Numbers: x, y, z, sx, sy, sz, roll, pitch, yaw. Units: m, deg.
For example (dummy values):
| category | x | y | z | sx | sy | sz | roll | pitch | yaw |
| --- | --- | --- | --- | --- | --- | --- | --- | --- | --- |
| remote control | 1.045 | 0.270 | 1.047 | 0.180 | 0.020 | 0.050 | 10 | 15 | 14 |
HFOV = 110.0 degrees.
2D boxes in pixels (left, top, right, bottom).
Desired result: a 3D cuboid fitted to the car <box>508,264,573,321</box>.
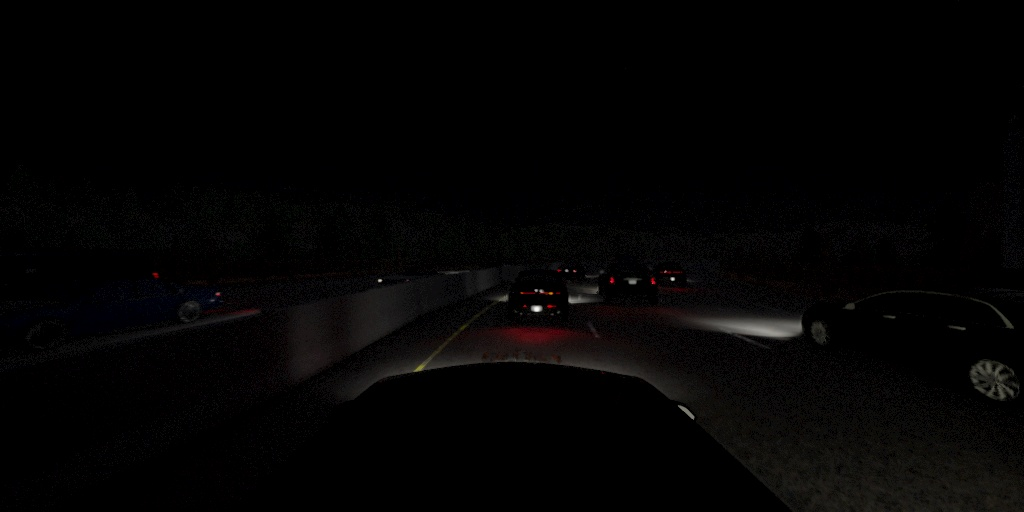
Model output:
| category | x | y | z | sx | sy | sz | roll | pitch | yaw |
| --- | --- | --- | --- | --- | --- | --- | --- | --- | --- |
| car | 0.976 | 1.207 | 12.402 | 1.837 | 1.490 | 4.892 | 0 | 0 | 7 |

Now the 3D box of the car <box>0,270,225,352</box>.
| category | x | y | z | sx | sy | sz | roll | pitch | yaw |
| --- | --- | --- | --- | --- | --- | --- | --- | --- | --- |
| car | -10.183 | 1.226 | 8.963 | 2.033 | 1.411 | 5.357 | 0 | 0 | 4 |

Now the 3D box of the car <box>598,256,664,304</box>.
| category | x | y | z | sx | sy | sz | roll | pitch | yaw |
| --- | --- | --- | --- | --- | --- | --- | --- | --- | --- |
| car | 5.118 | 1.048 | 16.277 | 2.097 | 1.767 | 4.553 | 0 | 0 | 9 |

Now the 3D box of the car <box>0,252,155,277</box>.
| category | x | y | z | sx | sy | sz | roll | pitch | yaw |
| --- | --- | --- | --- | --- | --- | --- | --- | --- | --- |
| car | -13.536 | 0.884 | 10.238 | 2.150 | 2.045 | 5.566 | 0 | 0 | 5 |

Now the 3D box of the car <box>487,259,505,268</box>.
| category | x | y | z | sx | sy | sz | roll | pitch | yaw |
| --- | --- | --- | --- | --- | --- | --- | --- | --- | --- |
| car | -1.689 | 1.105 | 50.077 | 2.128 | 1.511 | 4.902 | 0 | 0 | 29 |

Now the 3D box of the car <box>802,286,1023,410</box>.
| category | x | y | z | sx | sy | sz | roll | pitch | yaw |
| --- | --- | --- | --- | --- | --- | --- | --- | --- | --- |
| car | 7.370 | 1.259 | 6.093 | 1.837 | 1.490 | 4.892 | 0 | 0 | 3 |

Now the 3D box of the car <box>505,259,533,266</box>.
| category | x | y | z | sx | sy | sz | roll | pitch | yaw |
| --- | --- | --- | --- | --- | --- | --- | --- | --- | --- |
| car | 1.347 | 1.146 | 48.367 | 1.812 | 1.442 | 4.674 | 0 | 0 | 28 |

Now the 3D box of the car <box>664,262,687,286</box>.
| category | x | y | z | sx | sy | sz | roll | pitch | yaw |
| --- | --- | --- | --- | --- | --- | --- | --- | --- | --- |
| car | 10.692 | 1.180 | 24.719 | 1.837 | 1.490 | 4.892 | 0 | 0 | 16 |

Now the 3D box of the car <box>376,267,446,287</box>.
| category | x | y | z | sx | sy | sz | roll | pitch | yaw |
| --- | --- | --- | --- | --- | --- | --- | --- | --- | --- |
| car | -5.237 | 1.258 | 19.198 | 1.895 | 1.301 | 4.718 | 0 | 0 | 11 |

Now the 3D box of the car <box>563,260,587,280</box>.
| category | x | y | z | sx | sy | sz | roll | pitch | yaw |
| --- | --- | --- | --- | --- | --- | --- | --- | --- | --- |
| car | 5.065 | 1.194 | 30.232 | 2.033 | 1.411 | 5.357 | 1 | 0 | 19 |
